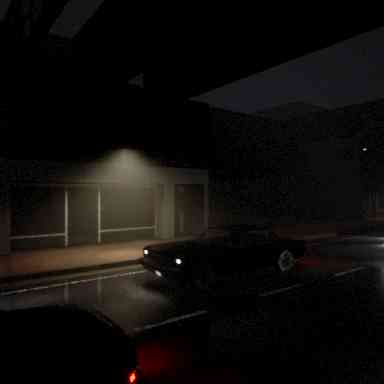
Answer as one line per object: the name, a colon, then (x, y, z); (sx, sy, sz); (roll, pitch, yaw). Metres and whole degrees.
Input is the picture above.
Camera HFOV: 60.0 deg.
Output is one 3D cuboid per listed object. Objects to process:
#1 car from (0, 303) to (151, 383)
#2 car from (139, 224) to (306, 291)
car: (-2.848, 1.547, 1.825); (5.357, 1.411, 2.033); (0, 0, -38)
car: (0.987, 1.601, 9.133); (4.718, 1.301, 1.895); (0, 0, -37)
